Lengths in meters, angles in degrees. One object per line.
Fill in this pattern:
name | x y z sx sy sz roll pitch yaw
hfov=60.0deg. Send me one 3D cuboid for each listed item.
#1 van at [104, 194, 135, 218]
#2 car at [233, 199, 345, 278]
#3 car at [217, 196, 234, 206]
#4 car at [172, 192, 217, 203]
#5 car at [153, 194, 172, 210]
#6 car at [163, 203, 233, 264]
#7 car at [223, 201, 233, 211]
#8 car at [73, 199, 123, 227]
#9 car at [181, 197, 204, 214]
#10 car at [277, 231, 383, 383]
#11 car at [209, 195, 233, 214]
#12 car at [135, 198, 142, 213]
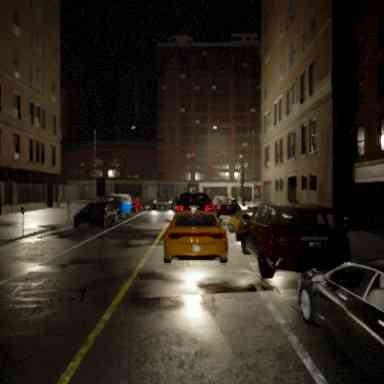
van | -5.845 1.061 26.069 1.690 1.788 3.998 1 1 0
car | 2.679 1.206 9.619 2.192 1.841 5.009 1 1 0
car | 2.679 1.160 26.068 1.967 1.590 4.097 1 1 0
car | 0.106 0.998 20.507 2.150 2.045 5.566 0 1 0
car | -2.995 0.981 35.951 2.097 1.767 4.553 0 1 0
car | 0.077 1.350 11.318 1.882 1.535 5.008 0 0 -1
car | 2.677 1.356 15.274 1.752 1.417 4.829 1 1 0
car | -5.848 1.342 20.589 1.947 1.339 4.313 1 1 0
car | 0.086 1.234 30.980 1.994 1.385 4.181 0 1 1
car | 2.676 1.502 4.140 2.008 1.369 4.403 1 1 0
car | 2.680 1.104 31.551 1.967 1.590 4.097 1 1 0
car | -5.846 1.208 31.554 1.887 1.381 4.507 1 1 0
